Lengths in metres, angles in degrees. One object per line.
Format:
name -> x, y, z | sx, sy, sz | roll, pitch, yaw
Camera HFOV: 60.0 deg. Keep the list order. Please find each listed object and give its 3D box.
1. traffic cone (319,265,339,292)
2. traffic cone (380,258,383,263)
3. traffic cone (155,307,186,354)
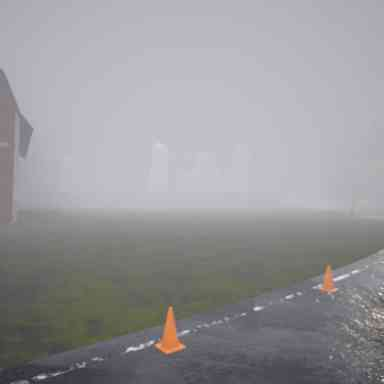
traffic cone -> 3.335, 2.080, 8.101 | 0.340, 0.580, 0.340 | 1, -1, -43
traffic cone -> 6.745, 2.151, 11.504 | 0.340, 0.580, 0.340 | 0, -1, 43
traffic cone -> -0.316, 2.014, 4.958 | 0.340, 0.580, 0.340 | 1, -1, -39
